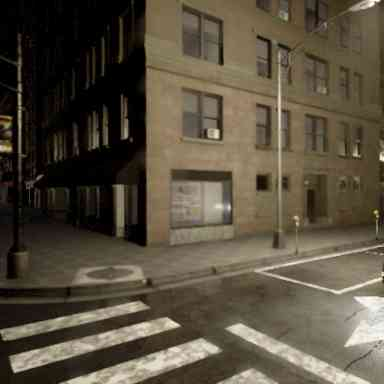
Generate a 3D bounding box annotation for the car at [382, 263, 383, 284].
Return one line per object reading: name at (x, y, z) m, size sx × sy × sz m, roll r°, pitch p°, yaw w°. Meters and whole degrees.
car at (6.441, 1.501, 7.971) m, size 4.892 × 1.490 × 1.837 m, roll 0°, pitch 0°, yaw -35°
